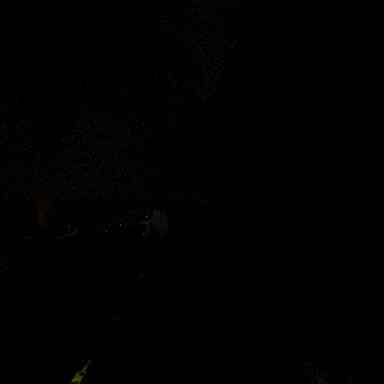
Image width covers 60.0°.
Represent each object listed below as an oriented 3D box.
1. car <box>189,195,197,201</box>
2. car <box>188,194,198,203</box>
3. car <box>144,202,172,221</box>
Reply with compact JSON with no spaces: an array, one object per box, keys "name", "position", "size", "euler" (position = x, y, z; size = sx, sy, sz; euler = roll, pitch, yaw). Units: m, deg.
[{"name":"car","position":[0.189,1.339,77.328],"size":[1.812,1.442,4.674],"euler":[0,0,0]},{"name":"car","position":[0.164,1.273,67.287],"size":[2.097,1.767,4.553],"euler":[0,0,0]},{"name":"car","position":[-2.693,1.536,27.013],"size":[1.994,1.385,4.181],"euler":[0,0,0]}]
